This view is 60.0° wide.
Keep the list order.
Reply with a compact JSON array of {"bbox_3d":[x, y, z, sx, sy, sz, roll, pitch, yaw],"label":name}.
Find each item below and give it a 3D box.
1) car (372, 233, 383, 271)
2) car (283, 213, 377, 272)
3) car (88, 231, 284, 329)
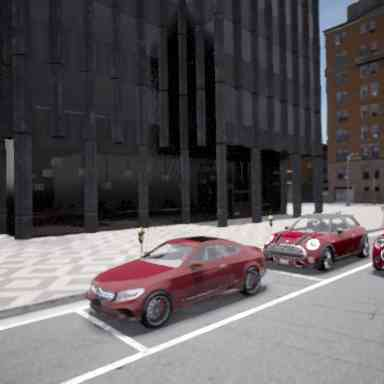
[{"bbox_3d":[7.021,1.312,9.637,4.553,1.767,2.097,-1,-1,-42],"label":"car"},{"bbox_3d":[4.129,1.461,10.881,4.097,1.590,1.967,-1,-1,-42],"label":"car"},{"bbox_3d":[-0.069,1.646,7.116,4.206,1.307,1.802,-1,-1,-42],"label":"car"}]
